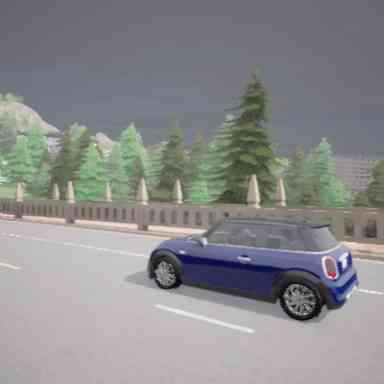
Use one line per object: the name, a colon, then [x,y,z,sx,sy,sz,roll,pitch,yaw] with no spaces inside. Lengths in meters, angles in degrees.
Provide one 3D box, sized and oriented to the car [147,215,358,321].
car: [1.132,1.339,7.487,4.553,1.767,2.097,1,0,36]
